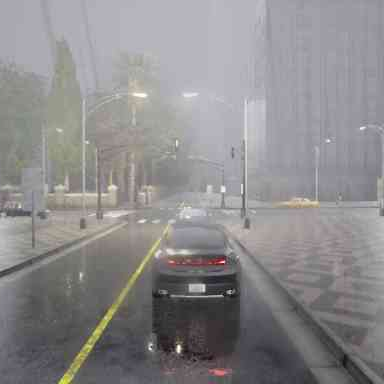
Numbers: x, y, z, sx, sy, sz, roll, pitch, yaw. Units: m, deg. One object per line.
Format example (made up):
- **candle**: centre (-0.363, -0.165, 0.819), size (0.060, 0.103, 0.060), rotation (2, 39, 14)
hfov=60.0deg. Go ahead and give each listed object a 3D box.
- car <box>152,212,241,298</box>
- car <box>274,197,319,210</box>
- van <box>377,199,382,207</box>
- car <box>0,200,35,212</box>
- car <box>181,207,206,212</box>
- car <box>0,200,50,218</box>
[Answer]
- **car**: centre (0.093, 1.500, 8.475), size (1.837, 1.490, 4.892), rotation (0, 0, 0)
- **car**: centre (11.893, 1.293, 37.883), size (4.829, 1.417, 1.752), rotation (-1, 1, 0)
- **van**: centre (23.302, 0.987, 37.822), size (3.998, 1.788, 1.690), rotation (-1, 1, 0)
- **car**: centre (-20.453, 1.588, 38.046), size (4.206, 1.307, 1.802), rotation (0, 1, 0)
- **car**: centre (0.075, 1.528, 18.206), size (2.033, 1.411, 5.357), rotation (0, 0, 1)
- **car**: centre (-14.959, 1.593, 29.492), size (4.403, 1.369, 2.008), rotation (0, 1, 0)
